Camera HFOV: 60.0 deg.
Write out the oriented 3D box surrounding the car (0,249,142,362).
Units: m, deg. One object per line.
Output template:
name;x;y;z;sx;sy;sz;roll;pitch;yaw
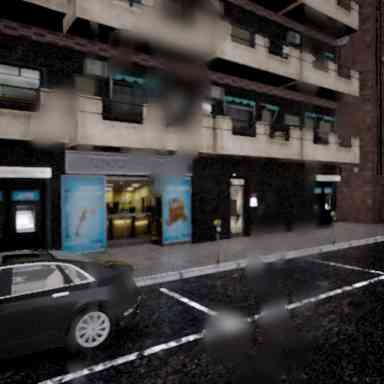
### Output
car;-2.852;1.550;4.533;4.403;1.369;2.008;0;0;-35
